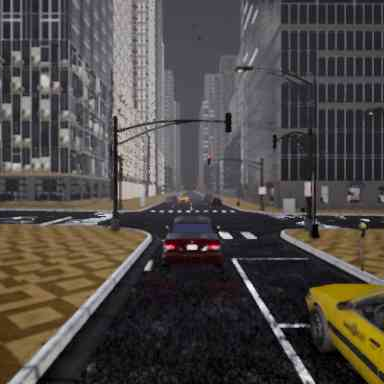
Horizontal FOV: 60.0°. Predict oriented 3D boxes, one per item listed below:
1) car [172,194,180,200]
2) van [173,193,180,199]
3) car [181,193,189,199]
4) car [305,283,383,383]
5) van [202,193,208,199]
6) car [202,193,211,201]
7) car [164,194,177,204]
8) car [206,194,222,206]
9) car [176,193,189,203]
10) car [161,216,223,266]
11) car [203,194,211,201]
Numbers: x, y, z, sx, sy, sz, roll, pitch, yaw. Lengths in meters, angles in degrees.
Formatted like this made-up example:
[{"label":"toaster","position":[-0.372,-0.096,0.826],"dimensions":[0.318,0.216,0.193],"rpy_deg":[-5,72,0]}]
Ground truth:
[{"label":"car","position":[-4.251,1.252,87.344],"dimensions":[1.967,1.590,4.097],"rpy_deg":[0,0,0]},{"label":"van","position":[-4.283,1.136,92.871],"dimensions":[1.690,1.788,3.998],"rpy_deg":[0,0,0]},{"label":"car","position":[-1.645,0.973,79.983],"dimensions":[1.812,1.442,4.674],"rpy_deg":[0,0,0]},{"label":"car","position":[2.565,1.518,3.291],"dimensions":[1.752,1.417,4.829],"rpy_deg":[0,0,0]},{"label":"van","position":[3.597,1.136,92.916],"dimensions":[1.690,1.788,3.998],"rpy_deg":[0,0,0]},{"label":"car","position":[3.691,1.160,76.333],"dimensions":[2.192,1.841,5.009],"rpy_deg":[0,0,0]},{"label":"car","position":[-4.095,1.473,59.707],"dimensions":[1.802,1.307,4.206],"rpy_deg":[0,0,0]},{"label":"car","position":[3.865,1.471,54.225],"dimensions":[1.947,1.339,4.313],"rpy_deg":[0,0,0]},{"label":"car","position":[-1.580,1.356,64.609],"dimensions":[1.882,1.535,5.008],"rpy_deg":[0,0,0]},{"label":"car","position":[0.025,1.524,11.390],"dimensions":[2.033,1.411,5.357],"rpy_deg":[0,0,1]},{"label":"car","position":[3.660,1.269,81.861],"dimensions":[1.967,1.590,4.097],"rpy_deg":[0,0,0]}]
